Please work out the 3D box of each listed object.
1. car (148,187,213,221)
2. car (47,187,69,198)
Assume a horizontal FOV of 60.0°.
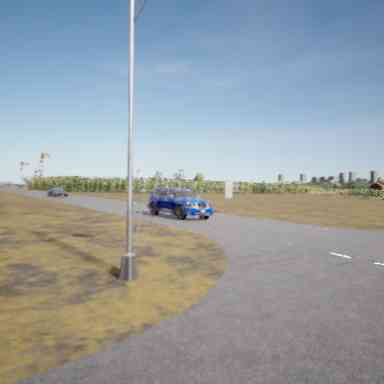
[{"bbox_3d":[-0.929,0.733,22.639,2.150,2.045,5.566,2,0,-37],"label":"car"},{"bbox_3d":[-19.141,0.011,47.305,2.033,1.411,5.357,2,0,-36],"label":"car"}]
